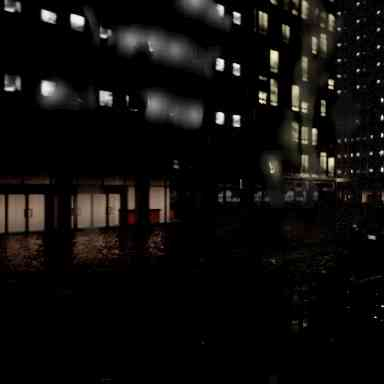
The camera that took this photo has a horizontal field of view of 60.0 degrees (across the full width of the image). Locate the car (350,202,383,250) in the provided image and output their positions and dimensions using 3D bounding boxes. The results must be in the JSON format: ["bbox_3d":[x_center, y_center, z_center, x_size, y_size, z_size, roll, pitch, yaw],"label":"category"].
[{"bbox_3d":[9.011,1.387,14.103,5.566,2.045,2.150,1,-1,-35],"label":"car"}]
